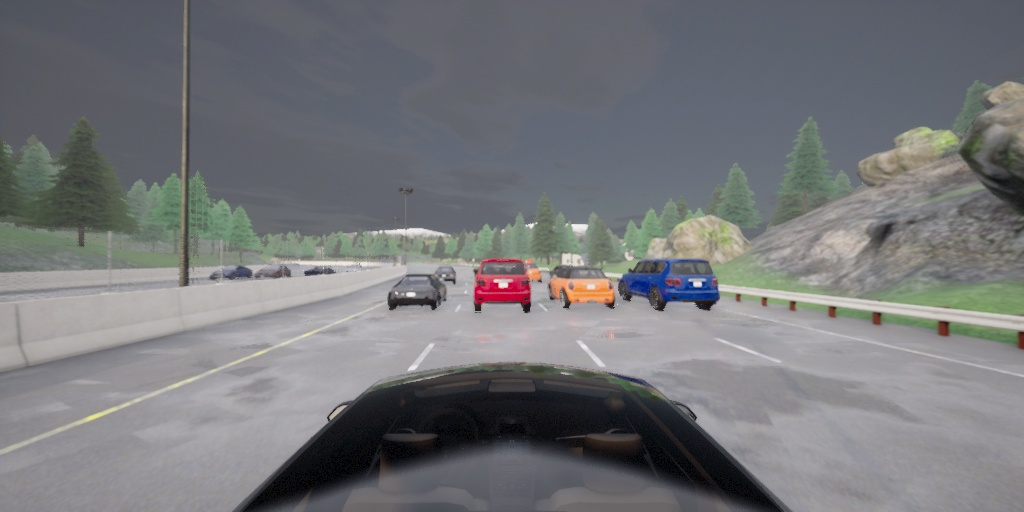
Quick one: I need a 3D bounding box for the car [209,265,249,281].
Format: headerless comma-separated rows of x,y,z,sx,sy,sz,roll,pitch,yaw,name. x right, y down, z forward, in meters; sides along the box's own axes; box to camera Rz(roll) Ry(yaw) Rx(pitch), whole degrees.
-27.732,1.636,35.623,1.812,1.442,4.674,0,0,-8,car

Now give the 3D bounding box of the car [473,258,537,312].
-0.469,1.118,15.139,2.150,2.045,5.566,0,0,-4,car

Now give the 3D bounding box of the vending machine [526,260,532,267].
3.038,1.596,63.006,1.100,2.100,0.880,0,0,-16,vending machine

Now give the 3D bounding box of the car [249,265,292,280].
-24.429,1.650,36.916,1.812,1.442,4.674,0,0,-8,car

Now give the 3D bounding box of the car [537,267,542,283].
1.205,1.423,32.002,2.097,1.767,4.553,0,-1,-8,car

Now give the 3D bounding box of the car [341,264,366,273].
-18.349,1.701,41.738,1.812,1.442,4.674,1,0,-7,car

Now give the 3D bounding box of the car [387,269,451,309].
-4.027,1.464,15.776,1.994,1.385,4.181,0,-1,-4,car

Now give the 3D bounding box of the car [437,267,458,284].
-5.587,1.599,30.126,2.033,1.411,5.357,0,-1,-8,car

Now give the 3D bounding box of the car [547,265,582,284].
4.659,1.585,32.565,1.837,1.490,4.892,0,0,-8,car

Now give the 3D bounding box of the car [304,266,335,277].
-21.034,1.749,39.276,1.895,1.301,4.718,0,-1,-10,car

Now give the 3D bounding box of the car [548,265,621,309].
2.958,1.255,16.180,2.097,1.767,4.553,0,-1,-4,car

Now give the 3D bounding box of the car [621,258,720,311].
6.517,1.122,15.576,2.150,2.045,5.566,0,0,-4,car
